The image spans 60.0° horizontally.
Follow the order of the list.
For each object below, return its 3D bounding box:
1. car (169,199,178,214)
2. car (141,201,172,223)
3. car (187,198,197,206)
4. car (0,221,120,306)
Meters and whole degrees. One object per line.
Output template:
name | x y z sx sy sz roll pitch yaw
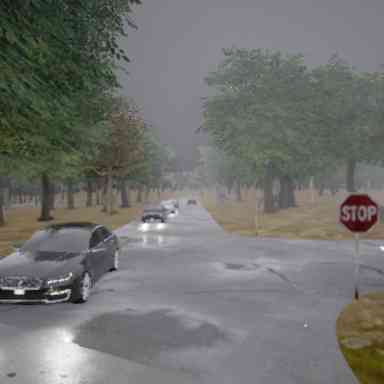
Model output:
car | -3.097 1.841 40.486 1.812 1.442 4.674 0 0 0
car | -3.095 1.780 28.503 2.033 1.411 5.357 1 -1 0
car | -0.005 1.922 66.566 1.837 1.490 4.892 0 0 0
car | -3.096 1.568 8.402 1.837 1.490 4.892 1 -1 0
